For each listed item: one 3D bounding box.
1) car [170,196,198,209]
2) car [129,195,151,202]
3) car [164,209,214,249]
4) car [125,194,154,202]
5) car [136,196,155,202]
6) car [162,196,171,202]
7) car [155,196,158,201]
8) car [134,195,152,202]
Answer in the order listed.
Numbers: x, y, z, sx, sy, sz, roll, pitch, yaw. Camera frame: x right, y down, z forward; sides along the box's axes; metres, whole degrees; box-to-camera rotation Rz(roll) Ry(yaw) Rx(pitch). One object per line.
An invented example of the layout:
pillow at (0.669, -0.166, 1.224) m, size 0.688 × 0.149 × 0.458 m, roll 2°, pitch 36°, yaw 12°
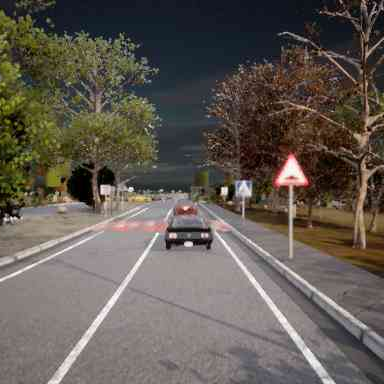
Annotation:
car at (-0.597, 1.362, 29.659) m, size 2.097 × 1.767 × 4.553 m, roll 0°, pitch 0°, yaw -2°
car at (-12.369, 1.601, 79.772) m, size 4.892 × 1.521 × 2.231 m, roll 0°, pitch -1°, yaw -2°
car at (-0.173, 1.671, 14.726) m, size 1.895 × 1.301 × 4.718 m, roll 0°, pitch 0°, yaw -1°
car at (-12.101, 1.537, 77.010) m, size 5.366 × 1.575 × 1.946 m, roll 0°, pitch -1°, yaw -2°
car at (-12.703, 1.935, 90.859) m, size 4.792 × 1.488 × 2.163 m, roll 0°, pitch -2°, yaw -2°
car at (-5.188, 1.564, 76.659) m, size 1.994 × 1.385 × 4.181 m, roll 0°, pitch -1°, yaw -2°
car at (-12.568, 1.572, 88.095) m, size 5.566 × 2.045 × 2.435 m, roll 0°, pitch -2°, yaw -2°
car at (-12.550, 1.617, 85.320) m, size 4.553 × 1.767 × 2.185 m, roll 0°, pitch -2°, yaw -2°
